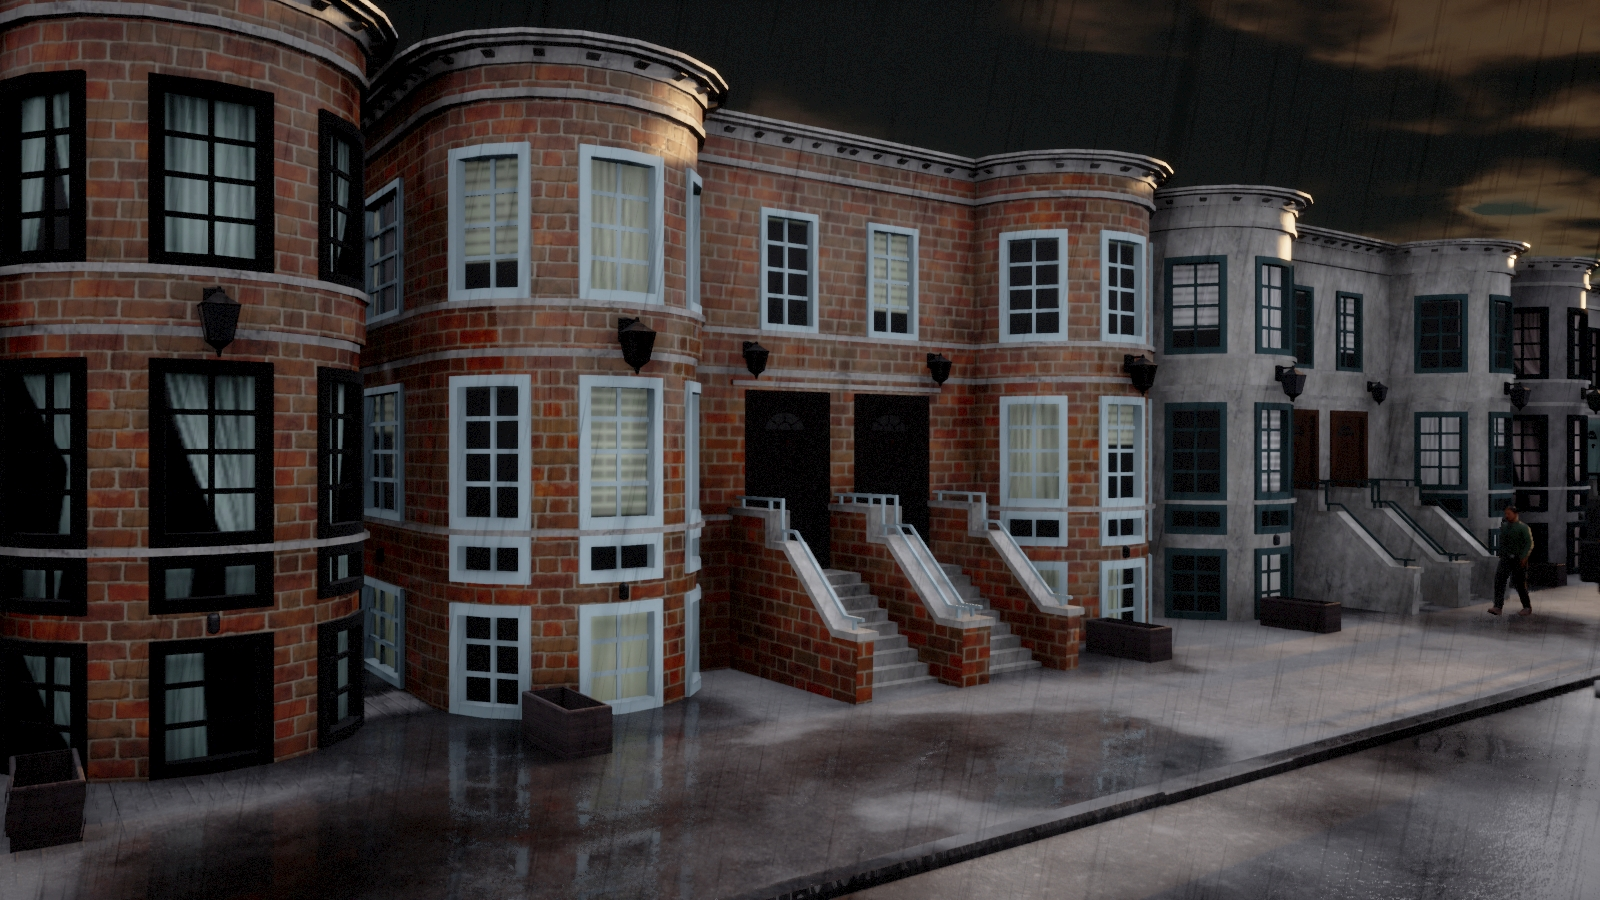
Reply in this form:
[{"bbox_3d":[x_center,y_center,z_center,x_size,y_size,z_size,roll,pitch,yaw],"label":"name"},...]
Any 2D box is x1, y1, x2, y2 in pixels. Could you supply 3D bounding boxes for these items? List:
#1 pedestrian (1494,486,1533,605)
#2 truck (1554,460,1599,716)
[{"bbox_3d":[11.389,1.518,18.249,0.375,1.860,0.375,0,0,-20],"label":"pedestrian"},{"bbox_3d":[10.350,1.347,11.794,5.204,2.467,2.627,0,0,-36],"label":"truck"}]
